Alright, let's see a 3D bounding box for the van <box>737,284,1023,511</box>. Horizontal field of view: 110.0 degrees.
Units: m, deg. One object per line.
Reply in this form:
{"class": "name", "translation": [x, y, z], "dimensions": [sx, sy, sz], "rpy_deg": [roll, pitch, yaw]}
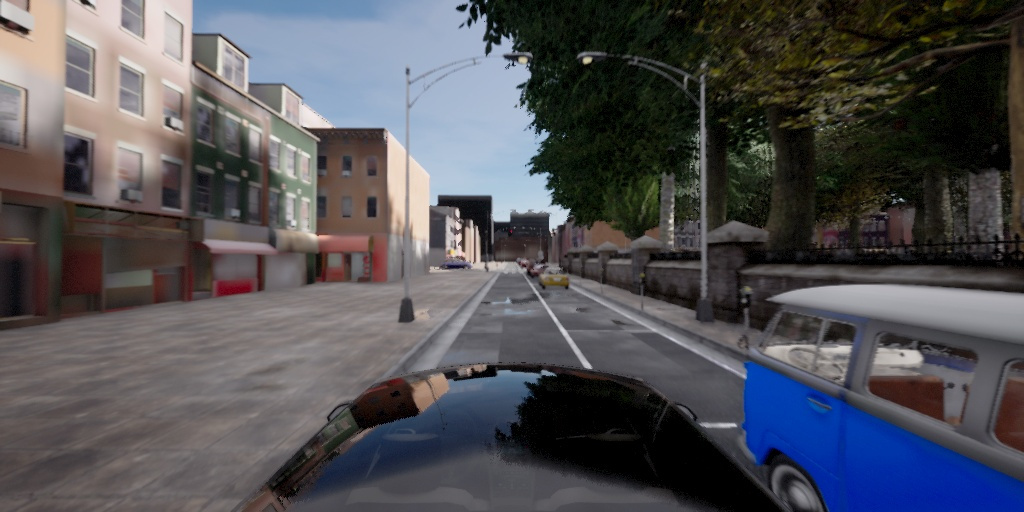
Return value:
{"class": "van", "translation": [2.639, 1.090, 1.308], "dimensions": [1.690, 1.789, 3.998], "rpy_deg": [0, 0, 0]}

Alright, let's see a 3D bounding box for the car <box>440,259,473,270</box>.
{"class": "car", "translation": [-7.873, 1.170, 51.142], "dimensions": [4.553, 1.767, 2.097], "rpy_deg": [0, -1, 0]}

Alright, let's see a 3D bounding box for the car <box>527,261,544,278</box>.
{"class": "car", "translation": [2.633, 1.409, 34.003], "dimensions": [1.802, 1.307, 4.207], "rpy_deg": [0, 0, 0]}

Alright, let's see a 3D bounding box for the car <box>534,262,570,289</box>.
{"class": "car", "translation": [2.635, 1.320, 23.275], "dimensions": [1.751, 1.417, 4.829], "rpy_deg": [0, 0, 0]}

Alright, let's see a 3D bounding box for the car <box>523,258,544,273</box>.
{"class": "car", "translation": [2.632, 1.160, 39.452], "dimensions": [2.192, 1.841, 5.009], "rpy_deg": [0, 0, 0]}
